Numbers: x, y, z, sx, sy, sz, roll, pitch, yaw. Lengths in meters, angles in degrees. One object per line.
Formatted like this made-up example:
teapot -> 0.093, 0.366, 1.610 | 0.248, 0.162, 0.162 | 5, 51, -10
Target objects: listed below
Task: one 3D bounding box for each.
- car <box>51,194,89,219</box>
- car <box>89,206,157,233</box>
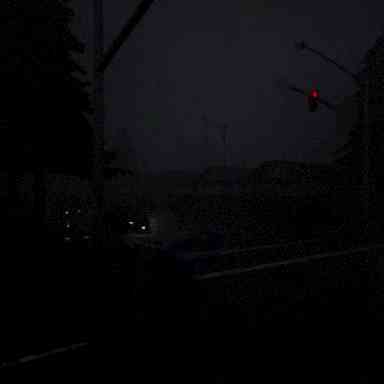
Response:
car -> -10.947, 1.247, 29.705 | 2.150, 2.045, 5.566 | 0, 0, -36
car -> -4.203, 1.573, 20.355 | 2.033, 1.411, 5.357 | 0, 0, -36
